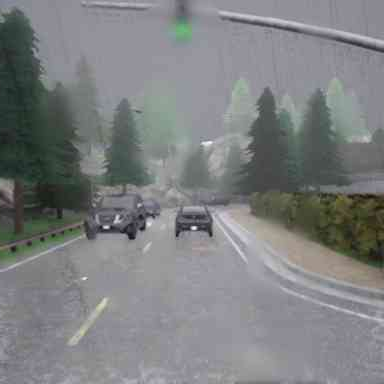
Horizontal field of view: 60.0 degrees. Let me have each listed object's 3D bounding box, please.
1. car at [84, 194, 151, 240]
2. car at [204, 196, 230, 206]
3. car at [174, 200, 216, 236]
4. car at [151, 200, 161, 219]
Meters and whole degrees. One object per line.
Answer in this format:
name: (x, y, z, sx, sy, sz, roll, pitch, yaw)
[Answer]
car: (-3.607, 1.112, 16.757, 2.150, 2.045, 5.566, 0, 0, 0)
car: (3.017, 1.263, 44.793, 2.033, 1.411, 5.357, 0, 0, 41)
car: (0.094, 1.394, 17.803, 1.837, 1.490, 4.892, 0, 0, 0)
car: (-3.618, 1.368, 27.114, 2.033, 1.411, 5.357, 0, 0, 2)
